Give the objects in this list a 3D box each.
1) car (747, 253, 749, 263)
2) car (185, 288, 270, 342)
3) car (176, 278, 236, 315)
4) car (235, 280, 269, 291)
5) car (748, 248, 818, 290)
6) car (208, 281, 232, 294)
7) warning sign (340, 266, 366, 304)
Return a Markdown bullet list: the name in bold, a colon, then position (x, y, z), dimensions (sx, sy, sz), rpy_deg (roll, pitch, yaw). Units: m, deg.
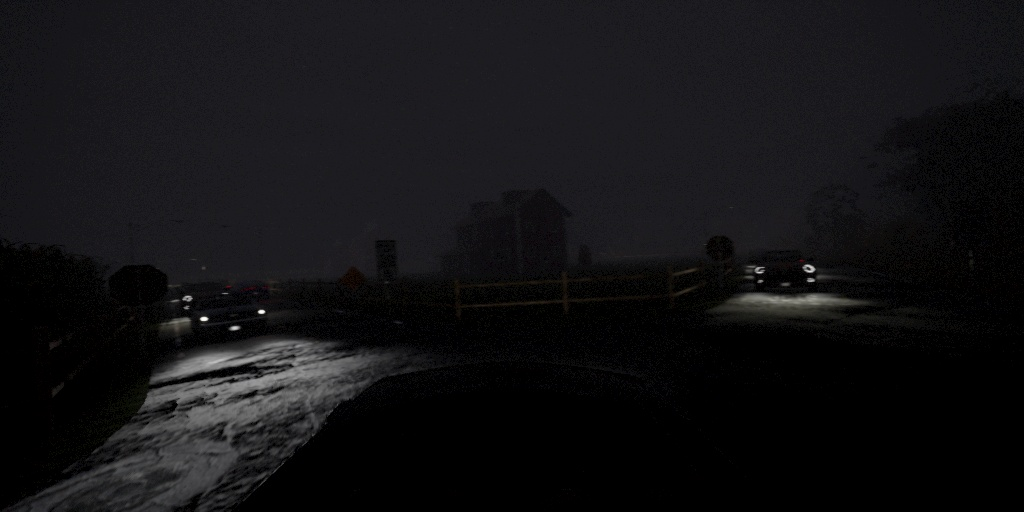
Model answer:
- **car**: position (24.932, -0.019, 36.171), dimensions (2.128, 1.511, 4.902), rpy_deg (-4, 0, 29)
- **car**: position (-10.248, 2.052, 12.860), dimensions (1.895, 1.301, 4.718), rpy_deg (-3, 0, -44)
- **car**: position (-17.853, 2.318, 20.812), dimensions (2.097, 1.767, 4.553), rpy_deg (-3, -1, -44)
- **car**: position (-19.879, 2.590, 27.194), dimensions (1.882, 1.535, 5.008), rpy_deg (-3, 0, -44)
- **car**: position (12.069, 0.478, 16.012), dimensions (2.097, 1.767, 4.553), rpy_deg (-4, 0, 36)
- **car**: position (-35.564, 3.765, 43.598), dimensions (1.895, 1.301, 4.718), rpy_deg (-3, 0, -44)
- **warning sign**: position (-7.970, 1.439, 18.169), dimensions (1.300, 1.860, 1.060), rpy_deg (0, 0, -44)
